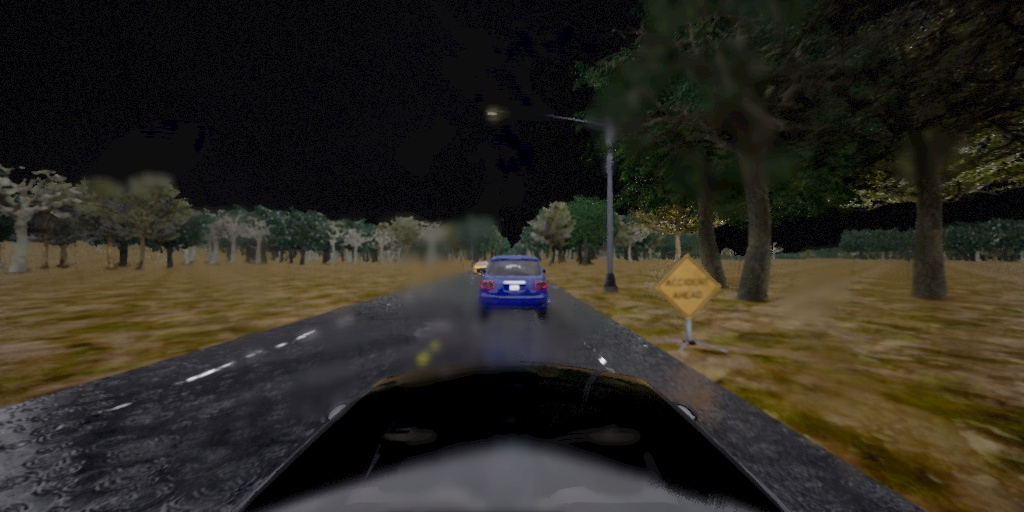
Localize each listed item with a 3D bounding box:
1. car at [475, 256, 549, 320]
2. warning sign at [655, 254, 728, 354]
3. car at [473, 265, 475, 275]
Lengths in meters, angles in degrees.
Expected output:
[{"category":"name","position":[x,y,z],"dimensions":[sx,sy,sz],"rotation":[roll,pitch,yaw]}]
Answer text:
[{"category":"car","position":[0.082,1.029,13.071],"dimensions":[2.150,2.045,5.566],"rotation":[0,0,0]},{"category":"warning sign","position":[3.549,0.894,7.175],"dimensions":[1.300,1.860,1.060],"rotation":[0,0,0]},{"category":"car","position":[-3.601,1.439,43.513],"dimensions":[1.882,1.535,5.008],"rotation":[0,0,0]}]
